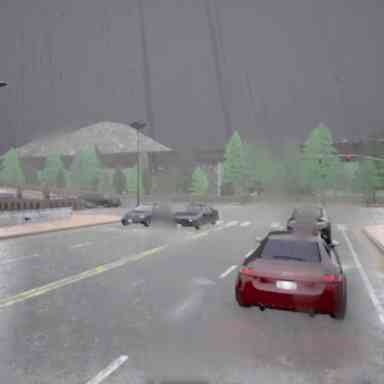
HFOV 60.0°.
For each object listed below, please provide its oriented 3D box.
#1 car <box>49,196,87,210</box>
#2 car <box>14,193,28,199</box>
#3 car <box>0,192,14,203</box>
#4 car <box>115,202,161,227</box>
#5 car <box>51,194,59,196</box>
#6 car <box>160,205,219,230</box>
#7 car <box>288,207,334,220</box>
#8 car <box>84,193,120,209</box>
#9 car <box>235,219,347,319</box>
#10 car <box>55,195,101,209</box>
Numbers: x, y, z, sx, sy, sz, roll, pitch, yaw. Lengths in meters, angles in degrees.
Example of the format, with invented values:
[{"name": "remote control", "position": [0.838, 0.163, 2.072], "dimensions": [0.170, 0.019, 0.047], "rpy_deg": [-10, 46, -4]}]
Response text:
[{"name": "car", "position": [-14.777, 1.538, 38.410], "dimensions": [4.181, 1.385, 1.994], "rpy_deg": [0, 0, 20]}, {"name": "car", "position": [-26.899, 0.939, 50.310], "dimensions": [4.553, 1.767, 2.097], "rpy_deg": [3, 1, 20]}, {"name": "car", "position": [-28.265, 1.070, 47.082], "dimensions": [4.902, 1.511, 2.128], "rpy_deg": [3, 1, 20]}, {"name": "car", "position": [-3.000, 1.529, 22.881], "dimensions": [1.812, 1.442, 4.674], "rpy_deg": [0, 0, 22]}, {"name": "car", "position": [-23.029, 1.152, 56.543], "dimensions": [4.902, 1.511, 2.128], "rpy_deg": [3, 1, 20]}, {"name": "car", "position": [0.241, 1.535, 21.561], "dimensions": [2.033, 1.411, 5.357], "rpy_deg": [0, 0, 22]}, {"name": "car", "position": [5.614, 1.482, 15.827], "dimensions": [2.128, 1.511, 4.902], "rpy_deg": [0, 0, 22]}, {"name": "car", "position": [-12.315, 1.191, 44.953], "dimensions": [5.566, 2.045, 2.150], "rpy_deg": [0, 0, 20]}, {"name": "car", "position": [2.329, 1.559, 7.545], "dimensions": [1.994, 1.385, 4.181], "rpy_deg": [0, 0, 21]}, {"name": "car", "position": [-14.402, 1.471, 42.001], "dimensions": [4.892, 1.490, 1.837], "rpy_deg": [2, 1, 20]}]
